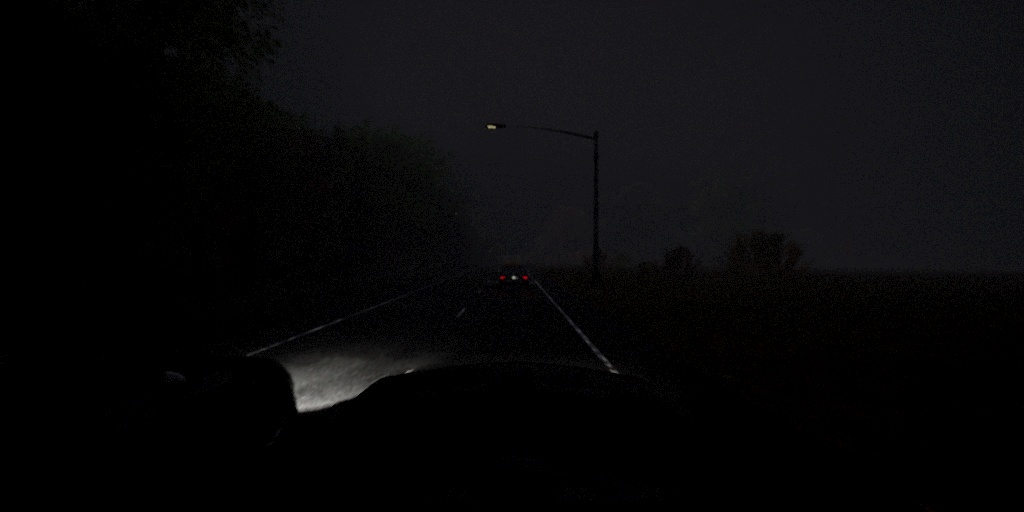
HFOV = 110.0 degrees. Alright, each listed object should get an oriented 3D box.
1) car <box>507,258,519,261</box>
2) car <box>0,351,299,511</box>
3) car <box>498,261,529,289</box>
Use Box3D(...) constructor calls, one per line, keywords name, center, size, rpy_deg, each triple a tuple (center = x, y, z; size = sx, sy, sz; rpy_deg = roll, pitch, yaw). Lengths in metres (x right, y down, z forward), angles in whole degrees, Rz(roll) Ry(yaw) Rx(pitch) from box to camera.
Box3D(name="car", center=(0.096, 1.042, 44.607), size=(1.882, 1.535, 5.008), rpy_deg=(0, 0, 0))
Box3D(name="car", center=(-3.401, 1.312, 2.336), size=(1.994, 1.385, 4.181), rpy_deg=(0, 0, 0))
Box3D(name="car", center=(0.098, 1.209, 21.988), size=(2.033, 1.411, 5.357), rpy_deg=(0, 0, 0))
